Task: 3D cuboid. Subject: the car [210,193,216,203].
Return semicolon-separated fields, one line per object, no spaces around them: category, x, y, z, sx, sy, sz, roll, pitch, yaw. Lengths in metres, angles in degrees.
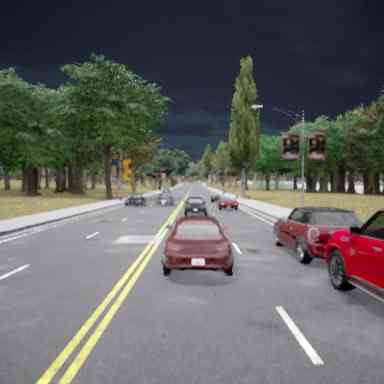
car;3.583;0.801;47.319;1.895;1.301;4.718;0;1;1

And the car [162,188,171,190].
car;-5.976;-0.265;78.182;1.837;1.490;4.892;0;1;0

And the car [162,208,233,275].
car;0.159;1.444;10.071;1.812;1.442;4.674;0;1;0

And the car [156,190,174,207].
car;-3.088;0.861;38.631;2.128;1.511;4.902;0;1;0

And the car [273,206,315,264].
car;4.295;1.260;11.627;2.097;1.767;4.553;0;1;0

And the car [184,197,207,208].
car;0.292;1.137;27.659;1.812;1.442;4.674;0;1;1

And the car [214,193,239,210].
car;3.511;1.093;33.610;1.895;1.301;4.718;0;1;1

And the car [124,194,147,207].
car;-6.343;0.946;37.705;1.994;1.385;4.181;0;1;1

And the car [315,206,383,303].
car;4.256;1.196;5.689;2.150;2.045;5.566;0;0;0
